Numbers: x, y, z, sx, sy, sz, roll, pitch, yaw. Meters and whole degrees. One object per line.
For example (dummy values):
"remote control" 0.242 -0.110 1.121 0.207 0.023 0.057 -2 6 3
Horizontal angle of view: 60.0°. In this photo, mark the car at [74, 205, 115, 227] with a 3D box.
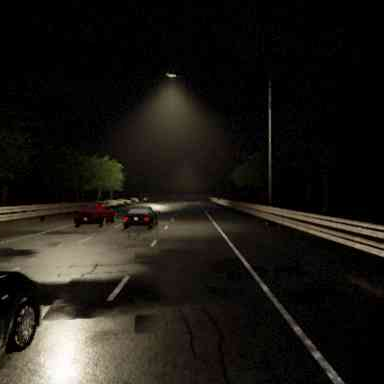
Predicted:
"car" -6.902 1.641 24.050 1.882 1.535 5.008 0 0 0

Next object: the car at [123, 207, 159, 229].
"car" -3.399 1.702 22.738 2.033 1.411 5.357 0 0 0

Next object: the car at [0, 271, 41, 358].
"car" -3.400 1.375 3.356 2.097 1.767 4.553 0 0 0
